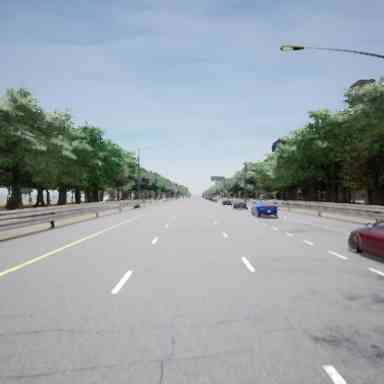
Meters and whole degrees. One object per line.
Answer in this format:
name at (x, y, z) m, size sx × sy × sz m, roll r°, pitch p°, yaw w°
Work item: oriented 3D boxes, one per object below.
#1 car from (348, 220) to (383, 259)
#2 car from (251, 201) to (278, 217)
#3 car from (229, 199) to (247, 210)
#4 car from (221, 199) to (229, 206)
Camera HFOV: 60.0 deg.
car at (7.006, 1.587, 11.143) m, size 1.994 × 1.385 × 4.181 m, roll 0°, pitch 0°, yaw 0°
car at (7.056, 1.655, 32.859) m, size 1.882 × 1.535 × 5.008 m, roll 0°, pitch -1°, yaw 0°
car at (7.132, 1.884, 50.307) m, size 1.812 × 1.442 × 4.674 m, roll 0°, pitch -1°, yaw 0°
car at (7.260, 2.126, 69.945) m, size 1.812 × 1.442 × 4.674 m, roll 0°, pitch -1°, yaw 0°
